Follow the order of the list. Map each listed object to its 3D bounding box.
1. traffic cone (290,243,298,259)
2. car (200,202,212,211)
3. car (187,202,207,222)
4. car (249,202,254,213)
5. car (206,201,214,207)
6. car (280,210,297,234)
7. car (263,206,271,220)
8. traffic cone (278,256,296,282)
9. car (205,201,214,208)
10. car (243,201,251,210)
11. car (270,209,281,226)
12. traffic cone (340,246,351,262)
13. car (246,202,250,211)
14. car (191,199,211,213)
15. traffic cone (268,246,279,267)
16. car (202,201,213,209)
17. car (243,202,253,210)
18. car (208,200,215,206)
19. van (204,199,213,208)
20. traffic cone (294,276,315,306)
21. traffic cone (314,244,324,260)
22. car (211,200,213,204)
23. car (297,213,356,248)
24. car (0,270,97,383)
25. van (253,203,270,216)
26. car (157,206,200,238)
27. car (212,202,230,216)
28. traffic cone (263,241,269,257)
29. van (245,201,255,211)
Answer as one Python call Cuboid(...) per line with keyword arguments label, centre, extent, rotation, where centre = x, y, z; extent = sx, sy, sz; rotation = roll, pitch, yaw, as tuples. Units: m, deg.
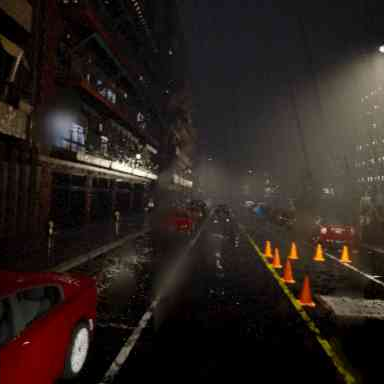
Cuboid(label="traffic cone", centre=(4.048, 2.326, 13.279), extent=(0.340, 0.580, 0.340), rotation=(3, -1, 5))
Cuboid(label="car", centre=(2.502, 2.424, 57.853), extent=(1.947, 1.339, 4.313), rotation=(3, -1, 5))
Cuboid(label="car", centre=(0.101, 1.902, 30.160), extent=(1.752, 1.417, 4.829), rotation=(3, -1, 5))
Cuboid(label="car", centre=(10.379, 2.710, 51.786), extent=(1.752, 1.417, 4.829), rotation=(2, -1, 5))
Cuboid(label="car", centre=(4.411, 2.836, 79.873), extent=(1.802, 1.307, 4.206), rotation=(2, -1, 5))
Cuboid(label="car", centre=(7.990, 2.235, 24.262), extent=(1.752, 1.417, 4.829), rotation=(3, -1, 5))
Cuboid(label="car", centre=(8.928, 2.477, 35.102), extent=(1.802, 1.307, 4.206), rotation=(3, -1, 5))
Cuboid(label="traffic cone", centre=(2.707, 2.209, 9.382), extent=(0.340, 0.580, 0.340), rotation=(3, -1, 5))
Cuboid(label="car", centre=(3.934, 2.736, 74.368), extent=(1.802, 1.307, 4.206), rotation=(2, -1, 5))
Cuboid(label="car", centre=(11.323, 2.817, 62.629), extent=(1.967, 1.590, 4.097), rotation=(2, -1, 5))
Cuboid(label="car", centre=(8.450, 2.382, 29.597), extent=(1.802, 1.307, 4.206), rotation=(3, -1, 5))
Cuboid(label="traffic cone", centre=(6.038, 2.426, 13.105), extent=(0.340, 0.580, 0.340), rotation=(3, -1, 5))
Cuboid(label="car", centre=(10.840, 2.844, 57.123), extent=(1.947, 1.339, 4.313), rotation=(2, -1, 5))
Cuboid(label="car", centre=(0.602, 1.789, 35.836), extent=(2.192, 1.841, 5.009), rotation=(3, -1, 5))
Cuboid(label="traffic cone", centre=(2.880, 2.242, 11.374), extent=(0.340, 0.580, 0.340), rotation=(3, -1, 5))
Cuboid(label="car", centre=(2.981, 2.501, 63.359), extent=(1.887, 1.381, 4.507), rotation=(3, -1, 5))
Cuboid(label="car", centre=(12.289, 3.104, 73.807), extent=(1.752, 1.417, 4.829), rotation=(2, -1, 5))
Cuboid(label="car", centre=(5.367, 3.021, 90.883), extent=(1.947, 1.339, 4.313), rotation=(2, -1, 5))
Cuboid(label="van", centre=(3.467, 2.396, 68.867), extent=(1.690, 1.788, 3.998), rotation=(2, -1, 5))
Cuboid(label="traffic cone", centre=(2.534, 2.176, 7.389), extent=(0.340, 0.580, 0.340), rotation=(3, -1, 5))
Cuboid(label="traffic cone", centre=(5.043, 2.376, 13.192), extent=(0.340, 0.580, 0.340), rotation=(3, -1, 5))
Cuboid(label="car", centre=(1.548, 2.215, 46.844), extent=(2.008, 1.369, 4.403), rotation=(3, -1, 5))
Cuboid(label="car", centre=(7.501, 2.054, 18.588), extent=(1.967, 1.590, 4.097), rotation=(3, -1, 5))
Cuboid(label="car", centre=(-2.274, 1.462, 2.802), extent=(1.887, 1.381, 4.507), rotation=(3, -1, 5))
Cuboid(label="van", centre=(9.895, 2.426, 46.115), extent=(1.690, 1.788, 3.998), rotation=(2, -1, 5))
Cuboid(label="car", centre=(-0.841, 1.737, 19.318), extent=(1.887, 1.381, 4.507), rotation=(3, -1, 5))
Cuboid(label="car", centre=(4.027, 2.284, 44.265), extent=(1.812, 1.442, 4.674), rotation=(3, -1, 5))
Cuboid(label="traffic cone", centre=(3.053, 2.276, 13.367), extent=(0.340, 0.580, 0.340), rotation=(3, -1, 5))
Cuboid(label="van", centre=(11.805, 2.817, 68.137), extent=(1.690, 1.788, 3.998), rotation=(2, -1, 5))
